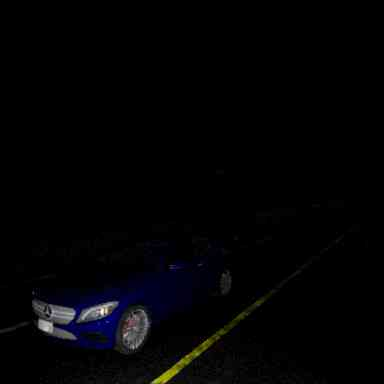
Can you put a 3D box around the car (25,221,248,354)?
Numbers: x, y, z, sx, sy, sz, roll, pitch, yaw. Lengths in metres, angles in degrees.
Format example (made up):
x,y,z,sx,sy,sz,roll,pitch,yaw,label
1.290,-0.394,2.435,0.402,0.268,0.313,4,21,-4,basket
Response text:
x,y,z,sx,sy,sz,roll,pitch,yaw,label
-0.728,1.525,6.416,1.812,1.442,4.674,0,0,32,car

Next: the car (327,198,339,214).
x,y,z,sx,sy,sz,roll,pitch,yaw,label
13.448,1.566,34.164,1.947,1.339,4.313,0,0,32,car

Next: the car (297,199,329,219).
x,y,z,sx,sy,sz,roll,pitch,yaw,label
10.538,1.582,29.468,1.802,1.307,4.206,0,0,32,car

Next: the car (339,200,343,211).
x,y,z,sx,sy,sz,roll,pitch,yaw,label
16.359,1.441,38.861,1.967,1.590,4.097,0,0,32,car

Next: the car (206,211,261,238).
x,y,z,sx,sy,sz,roll,pitch,yaw,label
1.807,1.566,15.379,1.947,1.339,4.313,0,0,32,car
